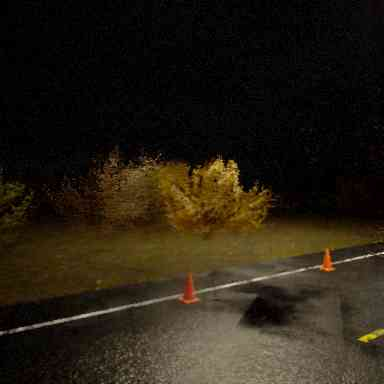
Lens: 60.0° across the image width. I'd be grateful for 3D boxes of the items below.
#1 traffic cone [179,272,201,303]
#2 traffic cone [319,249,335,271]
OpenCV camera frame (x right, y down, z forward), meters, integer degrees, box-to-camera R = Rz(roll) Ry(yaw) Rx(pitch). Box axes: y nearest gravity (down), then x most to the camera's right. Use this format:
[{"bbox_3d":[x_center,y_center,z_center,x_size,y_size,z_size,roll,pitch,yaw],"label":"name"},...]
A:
[{"bbox_3d":[-0.048,1.998,7.072,0.340,0.580,0.340,0,0,-35],"label":"traffic cone"},{"bbox_3d":[4.045,2.008,9.945,0.340,0.580,0.340,0,0,-35],"label":"traffic cone"}]
